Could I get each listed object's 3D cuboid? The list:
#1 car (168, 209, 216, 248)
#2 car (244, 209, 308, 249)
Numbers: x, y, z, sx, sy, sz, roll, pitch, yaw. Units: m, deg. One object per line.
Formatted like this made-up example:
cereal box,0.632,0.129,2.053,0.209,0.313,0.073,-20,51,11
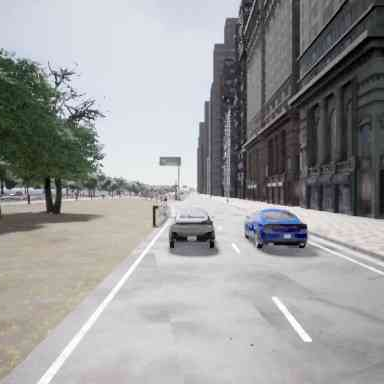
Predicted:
car,0.001,1.492,14.651,2.128,1.511,4.902,0,0,0
car,3.500,1.481,14.650,1.882,1.535,5.008,0,0,0
